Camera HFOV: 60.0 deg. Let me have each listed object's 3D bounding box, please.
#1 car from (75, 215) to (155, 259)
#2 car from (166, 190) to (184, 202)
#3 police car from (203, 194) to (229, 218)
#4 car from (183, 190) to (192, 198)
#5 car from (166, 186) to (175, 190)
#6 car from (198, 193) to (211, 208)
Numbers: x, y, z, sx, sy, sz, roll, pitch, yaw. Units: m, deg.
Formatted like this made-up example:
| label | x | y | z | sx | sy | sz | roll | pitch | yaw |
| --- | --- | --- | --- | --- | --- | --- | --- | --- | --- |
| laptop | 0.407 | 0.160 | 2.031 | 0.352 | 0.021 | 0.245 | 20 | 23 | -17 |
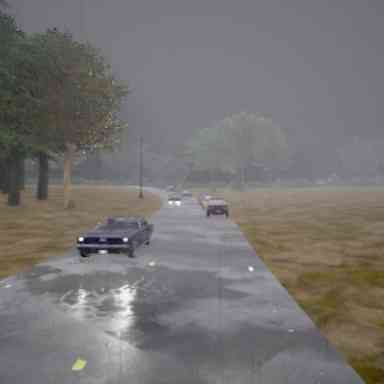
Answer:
| label | x | y | z | sx | sy | sz | roll | pitch | yaw |
| --- | --- | --- | --- | --- | --- | --- | --- | --- | --- |
| car | -2.706 | 1.582 | 12.688 | 1.895 | 1.301 | 4.718 | 0 | 0 | 3 |
| car | -2.912 | 0.839 | 54.879 | 1.994 | 1.385 | 4.181 | 0 | 2 | -6 |
| police car | 2.205 | 1.340 | 29.920 | 1.930 | 1.638 | 5.238 | 0 | 1 | 1 |
| car | -1.130 | 0.378 | 65.003 | 1.812 | 1.442 | 4.674 | 0 | 3 | -10 |
| car | -5.559 | -0.797 | 85.884 | 1.837 | 1.490 | 4.892 | 0 | 3 | -16 |
| car | 2.114 | 1.174 | 40.103 | 1.801 | 1.575 | 5.366 | -2 | 2 | -2 |
